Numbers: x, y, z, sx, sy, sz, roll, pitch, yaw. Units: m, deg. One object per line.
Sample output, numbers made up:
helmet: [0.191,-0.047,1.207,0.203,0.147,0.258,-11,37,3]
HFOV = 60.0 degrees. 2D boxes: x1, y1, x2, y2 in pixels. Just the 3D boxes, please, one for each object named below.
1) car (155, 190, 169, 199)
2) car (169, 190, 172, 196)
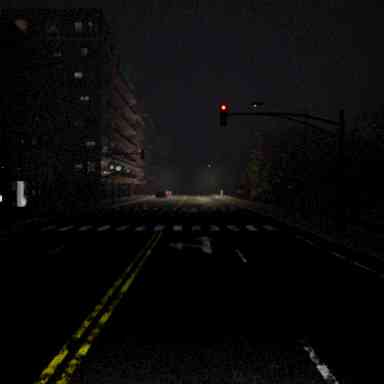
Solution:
car: [-6.507,0.504,69.943,2.097,1.767,4.553,0,1,0]
car: [-6.509,0.286,88.297,2.097,1.767,4.553,0,1,0]
